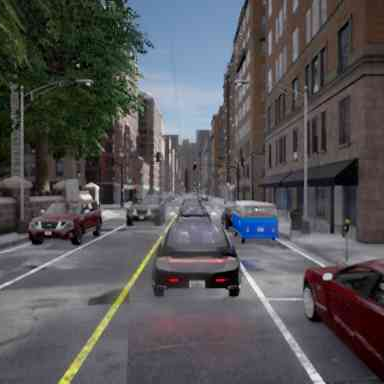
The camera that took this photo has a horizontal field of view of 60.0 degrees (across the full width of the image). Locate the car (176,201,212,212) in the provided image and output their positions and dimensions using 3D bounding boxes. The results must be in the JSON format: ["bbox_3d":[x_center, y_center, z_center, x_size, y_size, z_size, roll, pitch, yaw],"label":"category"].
[{"bbox_3d":[0.093,1.484,18.500,2.128,1.511,4.902,0,0,0],"label":"car"}]

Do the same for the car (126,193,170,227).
[{"bbox_3d":[-3.035,1.212,22.995,2.150,2.045,5.566,0,0,1],"label":"car"}]

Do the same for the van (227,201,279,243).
[{"bbox_3d":[2.851,1.336,15.660,1.690,1.788,3.998,0,0,0],"label":"van"}]

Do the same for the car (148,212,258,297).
[{"bbox_3d":[0.098,1.489,8.561,2.128,1.511,4.902,0,0,0],"label":"car"}]

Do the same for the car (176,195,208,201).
[{"bbox_3d":[-0.008,1.337,27.678,2.097,1.767,4.553,0,0,0],"label":"car"}]

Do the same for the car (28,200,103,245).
[{"bbox_3d":[-5.674,1.309,15.618,2.192,1.841,5.009,0,0,0],"label":"car"}]

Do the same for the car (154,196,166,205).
[{"bbox_3d":[-5.684,1.477,59.137,1.752,1.417,4.829,0,0,0],"label":"car"}]

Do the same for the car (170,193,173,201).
[{"bbox_3d":[-5.687,1.490,70.209,1.887,1.381,4.507,0,0,0],"label":"car"}]

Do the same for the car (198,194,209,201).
[{"bbox_3d":[2.836,1.383,75.697,1.967,1.590,4.097,0,0,0],"label":"car"}]

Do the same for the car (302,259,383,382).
[{"bbox_3d":[2.853,1.544,4.339,1.887,1.381,4.507,0,0,0],"label":"car"}]

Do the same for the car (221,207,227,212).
[{"bbox_3d":[2.850,1.556,21.321,1.947,1.339,4.313,0,0,0],"label":"car"}]

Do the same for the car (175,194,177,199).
[{"bbox_3d":[-5.691,1.492,86.561,2.008,1.369,4.403,0,0,0],"label":"car"}]

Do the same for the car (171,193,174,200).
[{"bbox_3d":[-5.688,1.488,75.660,1.887,1.381,4.507,0,0,0],"label":"car"}]
